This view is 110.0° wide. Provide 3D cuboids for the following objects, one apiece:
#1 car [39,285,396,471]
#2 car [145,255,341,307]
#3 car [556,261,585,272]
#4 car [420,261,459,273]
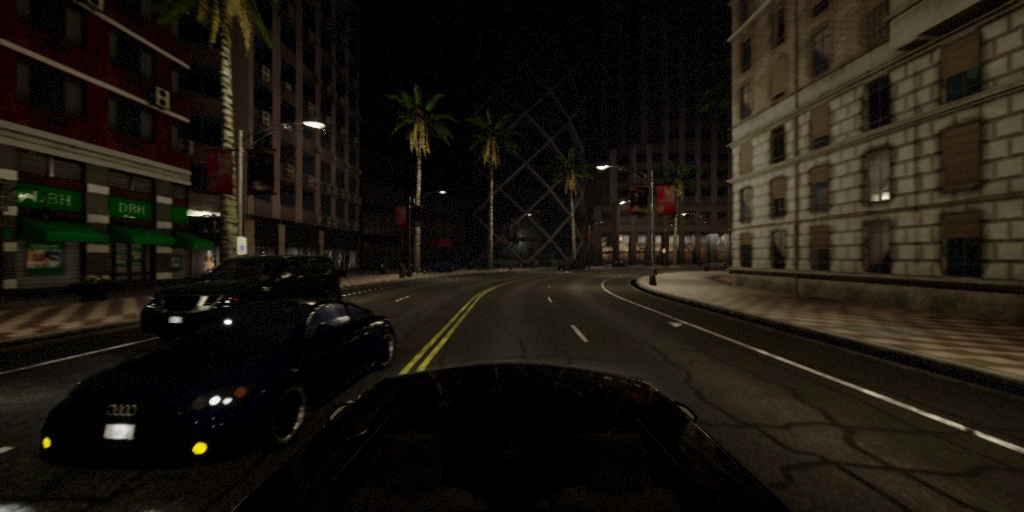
[{"bbox_3d":[-3.244,1.323,5.063,1.994,1.385,4.181,0,0,4],"label":"car"},{"bbox_3d":[-7.054,0.994,10.309,2.150,2.045,5.566,0,0,1],"label":"car"},{"bbox_3d":[8.295,1.426,50.034,2.033,1.411,5.357,-1,0,40],"label":"car"},{"bbox_3d":[-8.386,1.245,40.373,2.033,1.411,5.357,0,0,39],"label":"car"}]
